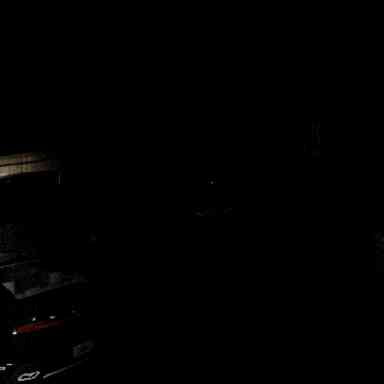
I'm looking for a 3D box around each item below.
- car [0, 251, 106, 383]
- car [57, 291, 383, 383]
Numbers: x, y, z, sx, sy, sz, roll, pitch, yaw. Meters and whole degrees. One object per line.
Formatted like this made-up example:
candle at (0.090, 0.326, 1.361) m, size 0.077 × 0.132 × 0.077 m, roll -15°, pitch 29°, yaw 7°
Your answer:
car at (-3.041, 1.608, 5.134) m, size 4.403 × 1.369 × 2.008 m, roll -1°, pitch 0°, yaw 36°
car at (1.389, 1.544, 1.970) m, size 4.507 × 1.381 × 1.887 m, roll -1°, pitch 0°, yaw 36°
